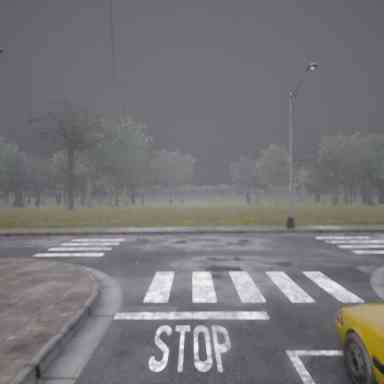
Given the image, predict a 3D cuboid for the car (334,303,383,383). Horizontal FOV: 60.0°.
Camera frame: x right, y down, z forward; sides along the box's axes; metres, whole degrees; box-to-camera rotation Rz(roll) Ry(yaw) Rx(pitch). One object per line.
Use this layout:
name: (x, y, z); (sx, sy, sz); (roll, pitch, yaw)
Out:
car: (2.637, 1.519, 2.341); (1.752, 1.417, 4.829); (0, 0, 0)
